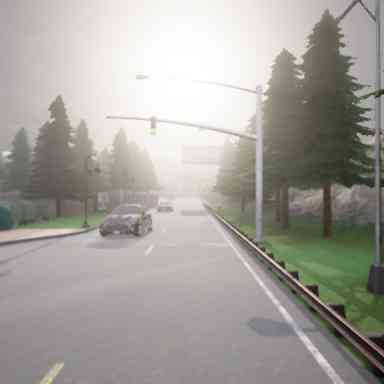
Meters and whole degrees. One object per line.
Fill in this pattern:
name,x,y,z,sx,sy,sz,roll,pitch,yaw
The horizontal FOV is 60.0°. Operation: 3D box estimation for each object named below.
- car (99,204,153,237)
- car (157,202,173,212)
car,-3.627,1.486,19.069,2.097,1.767,4.553,-1,-1,5
car,-3.492,1.912,43.736,1.895,1.301,4.718,0,0,0
